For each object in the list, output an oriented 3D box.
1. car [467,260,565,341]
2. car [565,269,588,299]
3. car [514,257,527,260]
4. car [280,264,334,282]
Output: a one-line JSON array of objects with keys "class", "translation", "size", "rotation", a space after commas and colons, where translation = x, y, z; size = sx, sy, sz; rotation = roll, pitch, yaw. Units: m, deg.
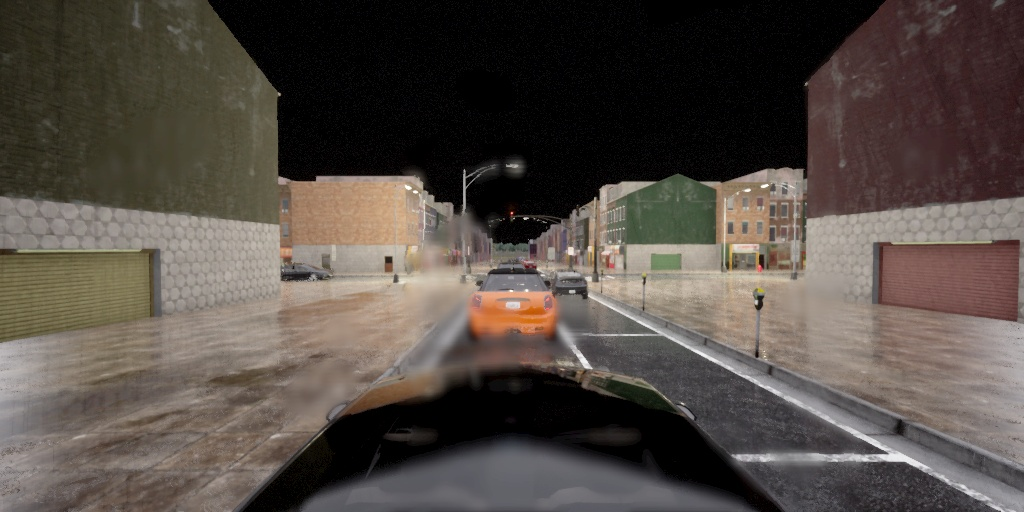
[{"class": "car", "translation": [0.042, 1.100, 9.999], "size": [2.097, 1.767, 4.553], "rotation": [0, 0, 0]}, {"class": "car", "translation": [2.593, 1.297, 17.570], "size": [2.007, 1.370, 4.403], "rotation": [0, 0, 0]}, {"class": "car", "translation": [-0.051, 1.099, 19.890], "size": [2.097, 1.767, 4.553], "rotation": [0, 0, 0]}, {"class": "car", "translation": [-17.296, 1.399, 29.470], "size": [4.892, 1.490, 1.837], "rotation": [0, 1, 0]}]
